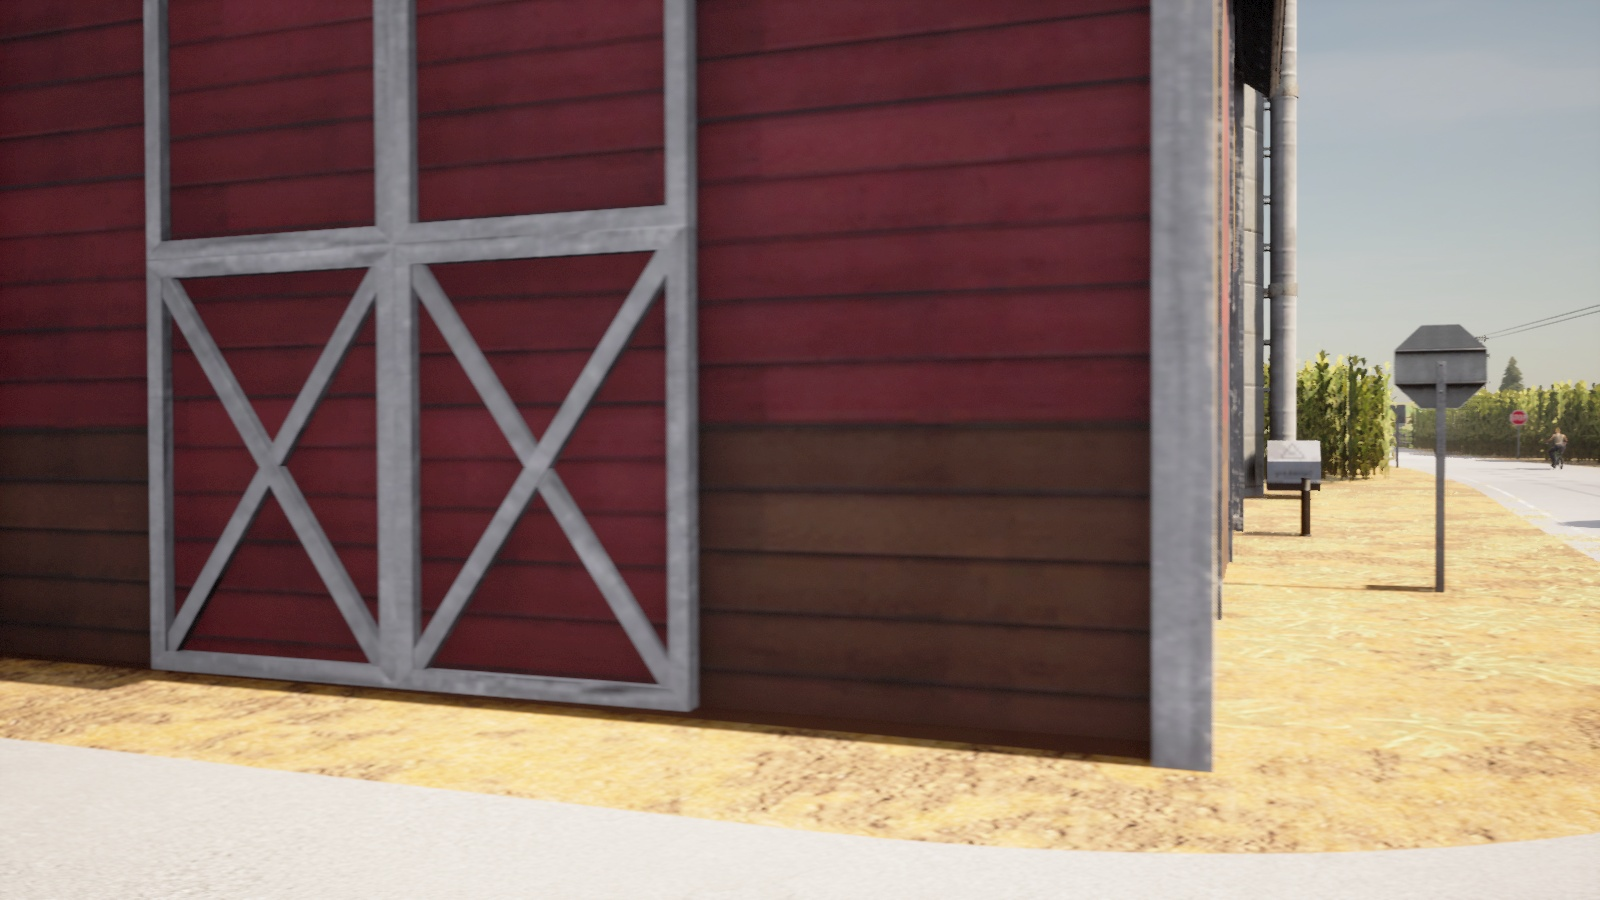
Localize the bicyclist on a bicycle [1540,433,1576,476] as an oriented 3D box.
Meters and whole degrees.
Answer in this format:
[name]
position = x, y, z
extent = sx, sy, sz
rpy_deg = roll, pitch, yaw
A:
[bicyclist on a bicycle]
position = 29.223, 0.156, 48.440
extent = 0.866, 1.612, 1.509
rpy_deg = 0, 1, 18
